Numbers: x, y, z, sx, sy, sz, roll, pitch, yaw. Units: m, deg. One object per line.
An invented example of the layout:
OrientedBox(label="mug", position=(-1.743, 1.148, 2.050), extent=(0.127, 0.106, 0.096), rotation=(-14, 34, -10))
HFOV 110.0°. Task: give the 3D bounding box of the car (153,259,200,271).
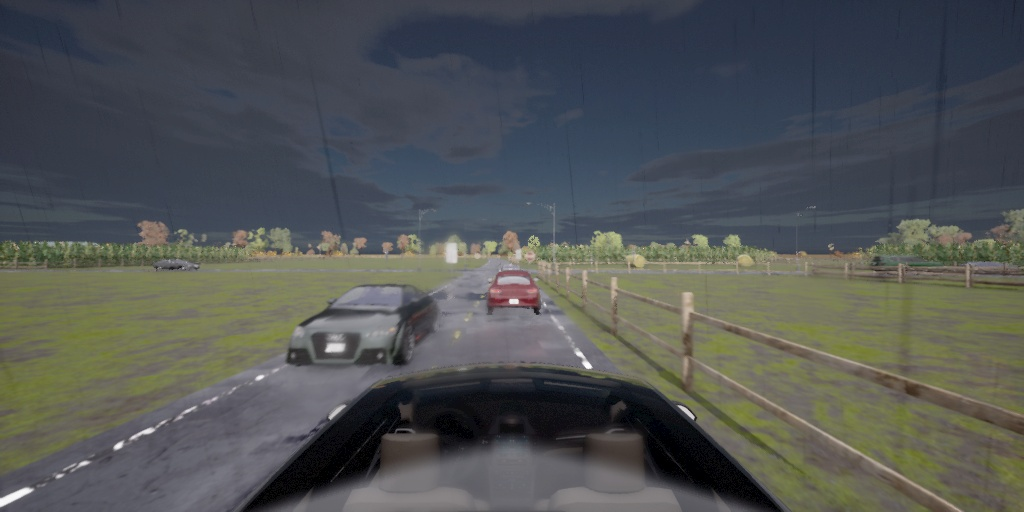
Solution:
OrientedBox(label="car", position=(-42.714, 1.154, 45.731), extent=(4.902, 1.511, 2.128), rotation=(0, 0, -2))

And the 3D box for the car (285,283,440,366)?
OrientedBox(label="car", position=(-2.867, 1.306, 7.823), extent=(1.994, 1.385, 4.181), rotation=(0, 0, 0))

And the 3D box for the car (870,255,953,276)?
OrientedBox(label="car", position=(40.530, 0.955, 36.854), extent=(5.566, 2.045, 2.150), rotation=(0, 0, 16))

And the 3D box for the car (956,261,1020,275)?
OrientedBox(label="car", position=(48.676, 1.266, 37.418), extent=(5.357, 1.411, 2.033), rotation=(0, 0, 17))

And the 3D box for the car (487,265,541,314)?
OrientedBox(label="car", position=(0.048, 1.258, 13.566), extent=(1.812, 1.442, 4.674), rotation=(0, 0, 0))
